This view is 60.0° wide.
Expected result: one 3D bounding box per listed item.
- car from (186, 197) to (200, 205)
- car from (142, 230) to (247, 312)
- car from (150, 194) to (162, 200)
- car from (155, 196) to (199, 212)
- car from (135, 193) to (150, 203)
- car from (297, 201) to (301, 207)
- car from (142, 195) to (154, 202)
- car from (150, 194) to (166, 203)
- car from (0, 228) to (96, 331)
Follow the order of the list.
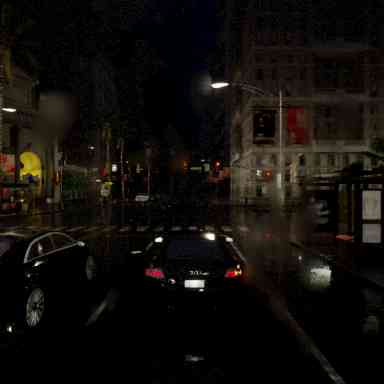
[{"bbox_3d":[0.142,1.564,59.108,1.994,1.385,4.181,0,0,-4],"label":"car"},{"bbox_3d":[0.052,1.564,7.790,1.994,1.385,4.181,0,0,0],"label":"car"},{"bbox_3d":[-9.746,1.355,90.868,2.097,1.767,4.553,0,0,10],"label":"car"},{"bbox_3d":[-1.552,1.526,38.360,4.674,1.442,1.812,0,-1,-44],"label":"car"},{"bbox_3d":[-10.613,1.225,70.677,2.150,2.045,5.566,0,0,0],"label":"car"},{"bbox_3d":[17.320,1.478,46.813,5.008,1.535,1.882,0,0,0],"label":"car"},{"bbox_3d":[-10.626,1.540,80.693,2.033,1.411,5.357,0,0,0],"label":"car"},{"bbox_3d":[-7.112,1.553,69.873,1.994,1.385,4.181,0,0,0],"label":"car"},{"bbox_3d":[-3.453,1.492,6.855,2.128,1.511,4.902,0,0,0],"label":"car"}]
